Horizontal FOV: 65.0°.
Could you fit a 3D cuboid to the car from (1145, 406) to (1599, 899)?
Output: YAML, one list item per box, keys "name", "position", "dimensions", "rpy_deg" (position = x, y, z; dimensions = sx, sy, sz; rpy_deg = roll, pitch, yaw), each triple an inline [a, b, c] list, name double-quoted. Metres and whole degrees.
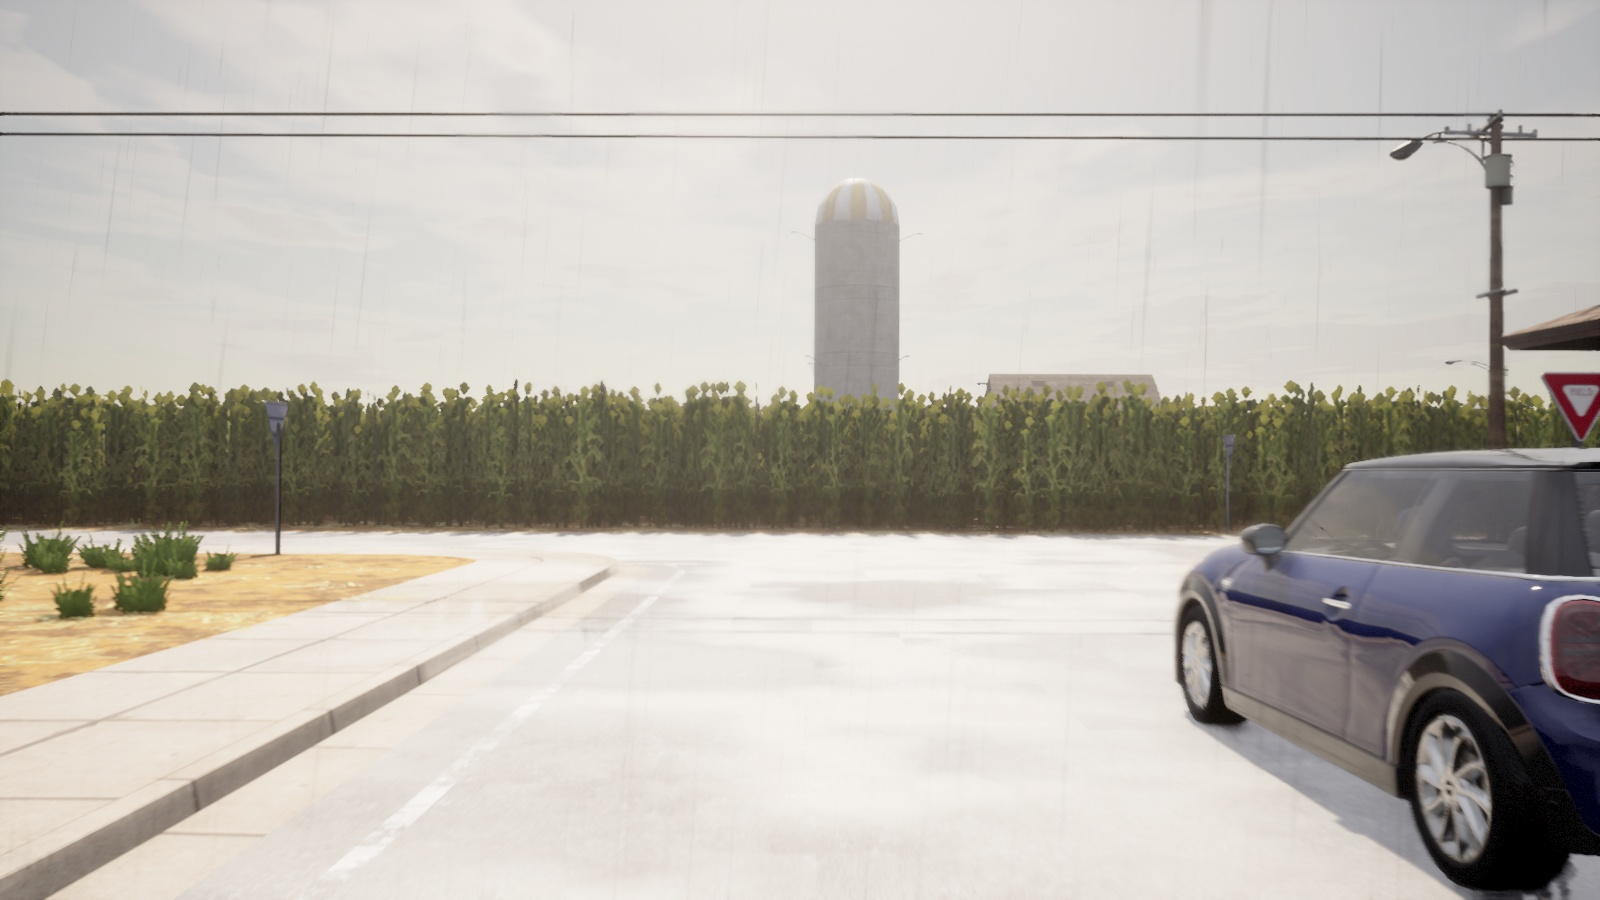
- name: "car"
  position: [3.483, 0.769, 6.533]
  dimensions: [2.097, 1.767, 4.553]
  rpy_deg: [0, -1, 0]
